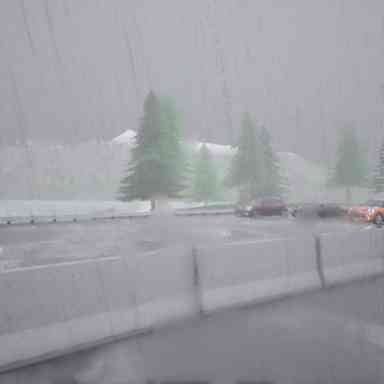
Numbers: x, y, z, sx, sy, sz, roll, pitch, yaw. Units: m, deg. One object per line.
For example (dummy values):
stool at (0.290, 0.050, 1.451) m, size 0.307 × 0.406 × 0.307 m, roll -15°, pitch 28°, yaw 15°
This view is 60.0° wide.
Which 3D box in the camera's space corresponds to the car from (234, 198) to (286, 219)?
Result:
car at (5.750, 1.273, 27.689) m, size 4.553 × 1.767 × 2.097 m, roll 0°, pitch 0°, yaw -28°

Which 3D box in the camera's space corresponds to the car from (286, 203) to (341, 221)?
car at (10.030, 1.532, 26.020) m, size 4.718 × 1.301 × 1.895 m, roll 0°, pitch 0°, yaw -27°

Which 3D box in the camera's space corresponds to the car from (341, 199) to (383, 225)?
car at (13.253, 1.294, 23.683) m, size 4.553 × 1.767 × 2.097 m, roll 0°, pitch 0°, yaw -26°
